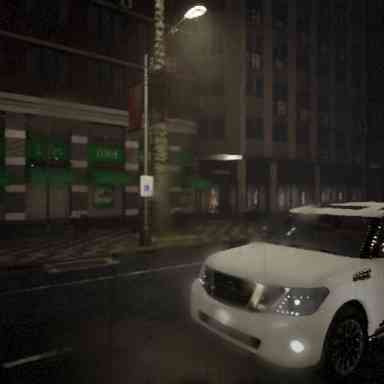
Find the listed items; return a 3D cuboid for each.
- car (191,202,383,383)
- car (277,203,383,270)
[{"bbox_3d":[2.650,1.222,5.761,5.566,2.045,2.150,0,0,-35],"label":"car"},{"bbox_3d":[5.411,1.350,11.606,4.553,1.767,2.097,0,0,-30],"label":"car"}]
